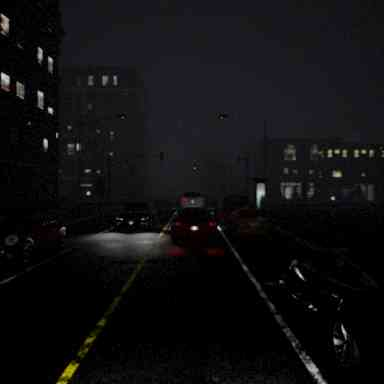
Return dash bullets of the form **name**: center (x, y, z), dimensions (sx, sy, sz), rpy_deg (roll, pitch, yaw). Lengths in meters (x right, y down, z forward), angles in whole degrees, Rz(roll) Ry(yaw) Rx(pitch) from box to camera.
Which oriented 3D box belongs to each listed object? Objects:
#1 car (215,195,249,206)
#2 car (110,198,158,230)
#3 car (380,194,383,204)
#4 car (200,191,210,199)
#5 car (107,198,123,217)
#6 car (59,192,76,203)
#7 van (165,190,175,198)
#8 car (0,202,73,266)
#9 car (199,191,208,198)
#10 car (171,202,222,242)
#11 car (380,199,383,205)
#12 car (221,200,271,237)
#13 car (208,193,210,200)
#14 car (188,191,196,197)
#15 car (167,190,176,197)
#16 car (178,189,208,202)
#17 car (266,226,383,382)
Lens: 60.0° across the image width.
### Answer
- **car**: center (2.688, 1.066, 21.923), dimensions (2.192, 1.841, 5.009), rpy_deg (0, 1, 0)
- **car**: center (-3.094, 1.284, 19.323), dimensions (1.837, 1.490, 4.892), rpy_deg (0, 1, 0)
- **car**: center (31.440, 1.105, 50.428), dimensions (4.829, 1.417, 1.752), rpy_deg (0, 0, 0)
- **car**: center (2.683, 0.675, 71.110), dimensions (1.967, 1.590, 4.097), rpy_deg (0, 1, 0)
- **car**: center (-5.694, 1.215, 27.295), dimensions (1.752, 1.417, 4.829), rpy_deg (0, 1, 0)
- **car**: center (-17.277, 0.791, 41.693), dimensions (5.009, 1.841, 2.192), rpy_deg (0, 0, 0)
- **van**: center (-5.699, 0.466, 82.503), dimensions (1.690, 1.788, 3.998), rpy_deg (0, 1, 0)
- **car**: center (-5.691, 1.316, 10.846), dimensions (1.967, 1.590, 4.097), rpy_deg (0, 1, 0)
- **car**: center (2.682, 0.620, 76.806), dimensions (1.967, 1.590, 4.097), rpy_deg (0, 1, 0)
- **car**: center (0.099, 1.391, 15.226), dimensions (1.994, 1.385, 4.181), rpy_deg (0, 1, 0)
- **car**: center (26.147, 1.196, 41.958), dimensions (4.507, 1.381, 1.887), rpy_deg (0, 0, 0)
- **car**: center (2.689, 1.337, 16.556), dimensions (1.752, 1.417, 4.829), rpy_deg (0, 1, 0)
- **car**: center (2.684, 0.840, 65.414), dimensions (2.008, 1.369, 4.403), rpy_deg (0, 1, 0)
- **car**: center (-0.008, 0.508, 89.266), dimensions (1.882, 1.535, 5.008), rpy_deg (0, 1, 0)
- **car**: center (-5.700, 0.336, 93.896), dimensions (2.192, 1.841, 5.009), rpy_deg (0, 1, 0)
- **car**: center (0.127, 0.864, 31.412), dimensions (2.150, 2.045, 5.566), rpy_deg (0, 1, 1)
- **car**: center (2.689, 1.504, 5.308), dimensions (1.947, 1.339, 4.313), rpy_deg (0, 1, 0)
